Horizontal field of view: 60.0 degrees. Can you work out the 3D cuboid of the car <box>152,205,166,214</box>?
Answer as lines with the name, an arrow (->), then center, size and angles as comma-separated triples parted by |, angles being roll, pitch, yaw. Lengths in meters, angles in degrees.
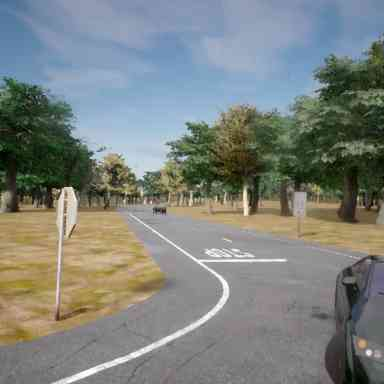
car -> -5.602, 2.963, 56.870 | 1.882, 1.535, 5.008 | 3, -2, -14

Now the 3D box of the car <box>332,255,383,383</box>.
car -> 3.089, 1.643, 4.595 | 1.994, 1.385, 4.181 | 1, -1, 22
